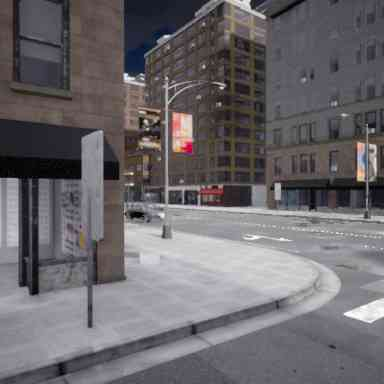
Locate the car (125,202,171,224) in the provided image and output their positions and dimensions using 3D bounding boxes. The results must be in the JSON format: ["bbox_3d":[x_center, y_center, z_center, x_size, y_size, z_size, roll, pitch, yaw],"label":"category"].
[{"bbox_3d":[-3.503,1.527,25.806,2.128,1.511,4.902,0,0,-36],"label":"car"}]
